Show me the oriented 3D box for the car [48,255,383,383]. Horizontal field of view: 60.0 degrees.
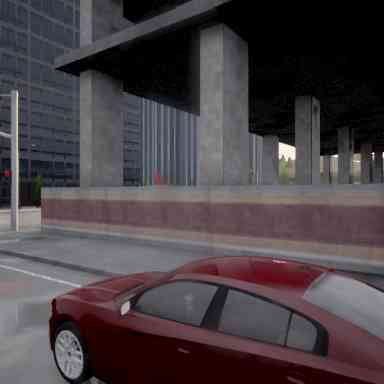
[{"bbox_3d":[0.405,1.478,3.700,5.008,1.535,1.882,0,0,35],"label":"car"}]
